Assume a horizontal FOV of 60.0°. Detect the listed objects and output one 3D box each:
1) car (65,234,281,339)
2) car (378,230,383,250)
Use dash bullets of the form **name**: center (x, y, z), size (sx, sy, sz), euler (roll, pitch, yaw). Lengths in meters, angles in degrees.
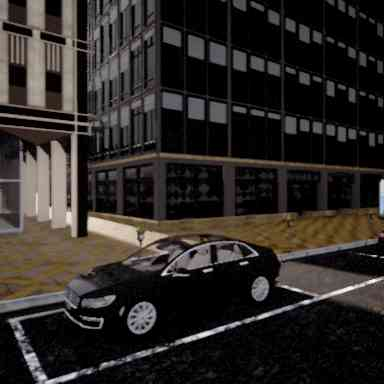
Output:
- **car**: center (-0.139, 1.545, 6.461), size (4.403, 1.369, 2.008), euler (0, 0, -35)
- **car**: center (8.902, 1.560, 12.904), size (4.206, 1.307, 1.802), euler (0, 0, -35)
